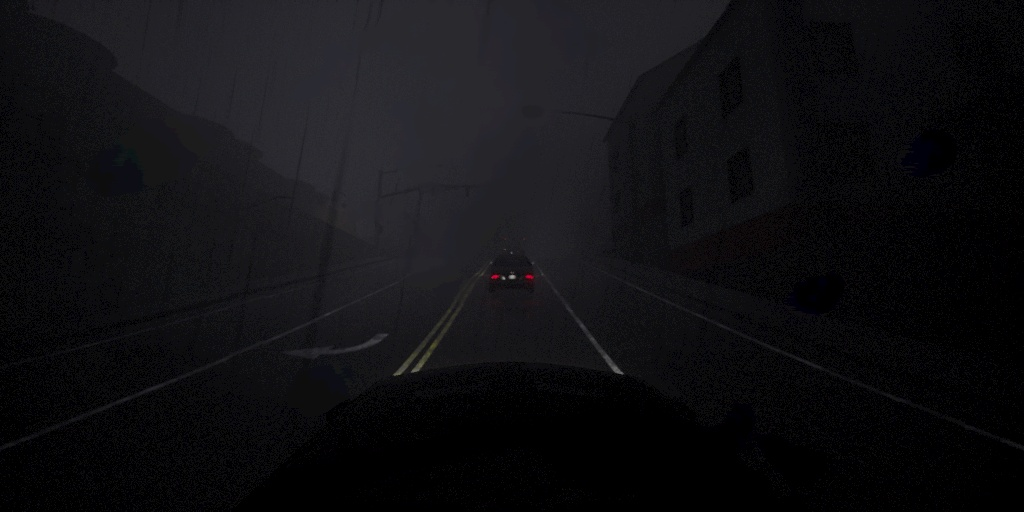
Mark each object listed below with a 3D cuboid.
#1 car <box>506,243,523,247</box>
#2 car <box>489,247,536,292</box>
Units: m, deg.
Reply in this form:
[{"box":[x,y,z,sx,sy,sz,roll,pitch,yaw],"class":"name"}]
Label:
[{"box":[0.266,-0.413,33.332,1.812,1.442,4.674,-1,-2,7],"class":"car"},{"box":[0.004,0.608,15.240,2.033,1.411,5.357,0,4,0],"class":"car"}]
